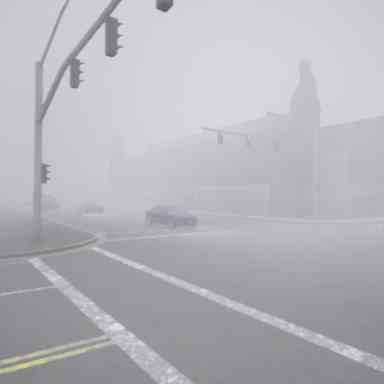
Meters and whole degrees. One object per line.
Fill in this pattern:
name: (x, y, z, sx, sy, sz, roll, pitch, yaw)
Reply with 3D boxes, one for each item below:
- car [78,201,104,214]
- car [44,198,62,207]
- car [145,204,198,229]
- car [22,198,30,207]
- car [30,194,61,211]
car: (-11.494, 1.718, 37.738, 1.994, 1.385, 4.181, 1, 0, -34)
car: (-23.095, 1.766, 55.248, 1.895, 1.301, 4.718, 1, -1, -34)
car: (-1.515, 1.628, 23.081, 1.882, 1.535, 5.008, 1, 0, -35)
car: (-26.002, 1.682, 53.300, 1.994, 1.385, 4.181, 1, -1, -34)
car: (-18.720, 1.336, 42.419, 2.150, 2.045, 5.566, 1, -1, -33)
